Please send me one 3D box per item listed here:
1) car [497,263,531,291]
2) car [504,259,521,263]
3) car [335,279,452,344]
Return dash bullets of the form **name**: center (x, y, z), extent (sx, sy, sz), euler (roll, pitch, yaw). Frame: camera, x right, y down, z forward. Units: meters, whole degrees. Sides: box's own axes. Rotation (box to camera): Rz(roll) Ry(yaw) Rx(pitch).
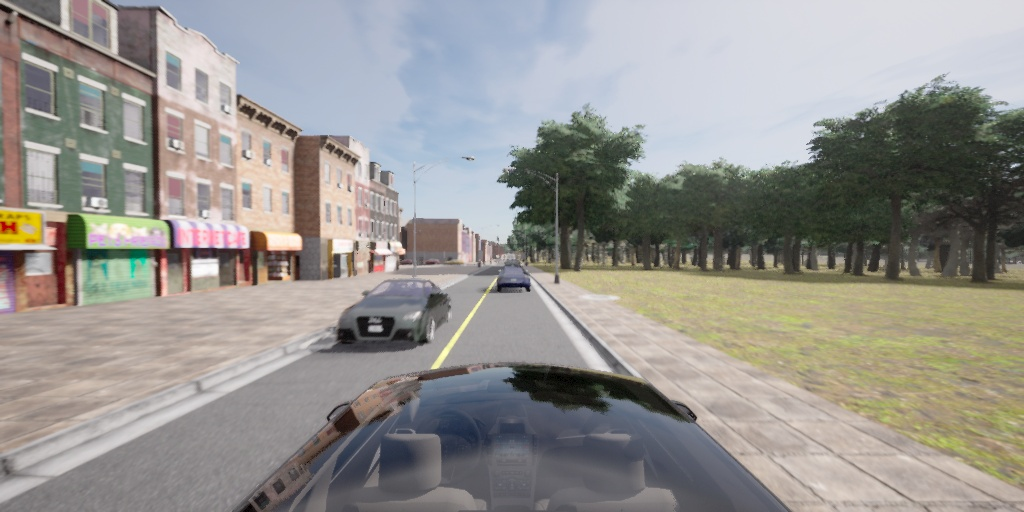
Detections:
- **car**: center (0.096, 1.316, 21.976), extent (1.994, 1.385, 4.181), euler (0, 0, 0)
- **car**: center (0.090, 1.199, 45.932), extent (2.097, 1.767, 4.553), euler (0, 0, 0)
- **car**: center (-2.825, 1.310, 9.422), extent (1.994, 1.385, 4.181), euler (0, 0, 0)
